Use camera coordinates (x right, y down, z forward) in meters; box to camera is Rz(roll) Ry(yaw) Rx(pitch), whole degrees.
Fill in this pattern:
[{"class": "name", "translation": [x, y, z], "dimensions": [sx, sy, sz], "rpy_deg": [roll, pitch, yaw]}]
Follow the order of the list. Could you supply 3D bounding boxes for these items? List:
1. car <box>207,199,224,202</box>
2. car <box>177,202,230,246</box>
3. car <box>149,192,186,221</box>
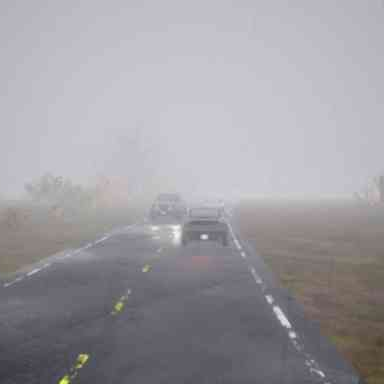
[{"class": "car", "translation": [2.443, 1.347, 34.960], "dimensions": [1.895, 1.301, 4.718], "rpy_deg": [0, 0, 7]}, {"class": "car", "translation": [0.597, 1.399, 14.708], "dimensions": [1.837, 1.490, 4.892], "rpy_deg": [0, 0, 3]}, {"class": "car", "translation": [-1.705, 1.036, 25.354], "dimensions": [2.150, 2.045, 5.566], "rpy_deg": [0, 0, 5]}]
